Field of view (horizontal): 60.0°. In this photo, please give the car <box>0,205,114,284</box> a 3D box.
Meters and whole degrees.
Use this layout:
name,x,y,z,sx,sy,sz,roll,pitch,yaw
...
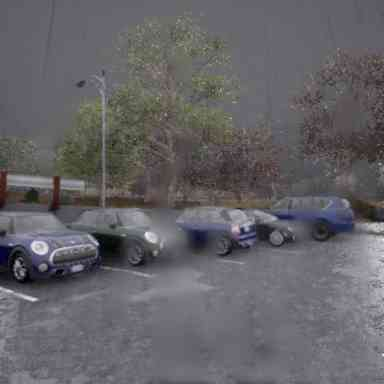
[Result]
name,x,y,z,sx,sy,sz,roll,pitch,yaw
car,-4.731,1.360,9.674,4.553,1.767,2.185,-1,-1,35

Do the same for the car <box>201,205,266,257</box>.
name,x,y,z,sx,sy,sz,roll,pitch,yaw
car,0.238,1.353,13.153,4.553,1.767,2.185,-1,0,34

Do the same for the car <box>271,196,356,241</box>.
name,x,y,z,sx,sy,sz,roll,pitch,yaw
car,5.106,1.221,16.692,5.566,2.045,2.435,-1,0,34

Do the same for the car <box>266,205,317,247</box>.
name,x,y,z,sx,sy,sz,roll,pitch,yaw
car,2.672,1.477,14.932,4.892,1.521,2.231,-1,-1,34

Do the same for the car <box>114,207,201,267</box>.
name,x,y,z,sx,sy,sz,roll,pitch,yaw
car,-2.270,1.357,11.438,4.553,1.767,2.185,-1,-1,34
